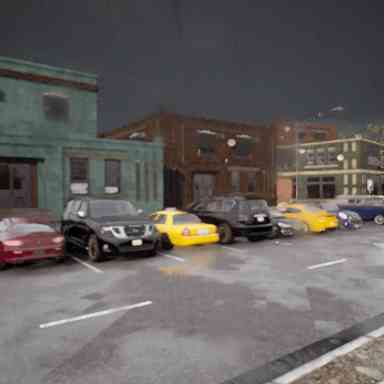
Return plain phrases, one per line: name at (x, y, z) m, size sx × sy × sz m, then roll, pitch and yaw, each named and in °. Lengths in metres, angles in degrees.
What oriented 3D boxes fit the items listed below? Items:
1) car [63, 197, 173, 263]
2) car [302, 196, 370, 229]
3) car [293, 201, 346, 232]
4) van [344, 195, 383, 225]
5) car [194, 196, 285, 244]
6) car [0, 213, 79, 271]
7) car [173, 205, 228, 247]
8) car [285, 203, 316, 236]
car at (-3.304, 1.219, 12.573) m, size 2.435 × 2.045 × 5.566 m, roll 0°, pitch 0°, yaw -35°
car at (8.083, 1.337, 20.755) m, size 2.185 × 1.767 × 4.553 m, roll 0°, pitch 0°, yaw -35°
car at (5.739, 1.464, 19.041) m, size 2.097 × 1.535 × 5.008 m, roll 0°, pitch 0°, yaw -35°
van at (12.596, 1.229, 23.787) m, size 1.878 × 1.987 × 4.442 m, roll 0°, pitch 0°, yaw -35°
car at (1.293, 1.215, 15.918) m, size 2.435 × 2.045 × 5.566 m, roll 0°, pitch 0°, yaw -35°
car at (-5.533, 1.513, 11.018) m, size 2.002 × 1.452 × 4.674 m, roll 0°, pitch 0°, yaw -35°
car at (-1.062, 1.465, 14.432) m, size 1.946 × 1.575 × 5.366 m, roll 0°, pitch 0°, yaw -35°
car at (3.569, 1.466, 17.510) m, size 2.231 × 1.521 × 4.892 m, roll 0°, pitch 0°, yaw -35°
